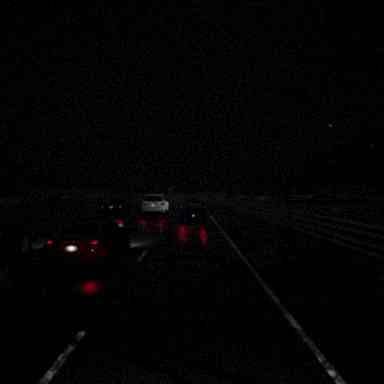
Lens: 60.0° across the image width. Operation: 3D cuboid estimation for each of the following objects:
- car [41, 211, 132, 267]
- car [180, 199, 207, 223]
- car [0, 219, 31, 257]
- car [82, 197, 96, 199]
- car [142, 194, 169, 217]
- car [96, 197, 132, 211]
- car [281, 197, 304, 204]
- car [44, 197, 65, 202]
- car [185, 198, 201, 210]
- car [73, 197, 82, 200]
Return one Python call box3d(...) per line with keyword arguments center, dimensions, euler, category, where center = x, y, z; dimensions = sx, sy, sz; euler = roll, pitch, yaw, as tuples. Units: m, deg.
box3d(center=(-3.402, 1.565, 11.383), dimensions=(1.994, 1.385, 4.181), euler=(0, 0, 0), category="car")
box3d(center=(0.097, 1.474, 25.572), dimensions=(1.882, 1.535, 5.008), euler=(0, 0, 0), category="car")
box3d(center=(-6.901, 1.505, 10.443), dimensions=(1.837, 1.490, 4.892), euler=(0, 0, 0), category="car")
box3d(center=(-17.542, 1.528, 59.466), dimensions=(1.994, 1.385, 4.181), euler=(0, 0, 1), category="car")
box3d(center=(-3.416, 1.213, 31.647), dimensions=(2.150, 2.045, 5.566), euler=(0, 0, 0), category="car")
box3d(center=(-6.905, 1.345, 30.616), dimensions=(2.097, 1.767, 4.553), euler=(0, 0, 0), category="car")
box3d(center=(17.036, 1.239, 56.378), dimensions=(1.812, 1.442, 4.674), euler=(0, -1, -17), category="car")
box3d(center=(-24.526, 1.564, 59.391), dimensions=(1.895, 1.301, 4.718), euler=(0, 0, 1), category="car")
box3d(center=(0.094, 1.546, 42.834), dimensions=(1.994, 1.385, 4.181), euler=(0, 0, 0), category="car")
box3d(center=(-21.015, 1.558, 63.513), dimensions=(1.895, 1.301, 4.718), euler=(0, 0, 0), category="car")
